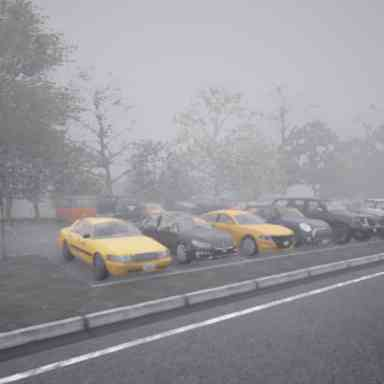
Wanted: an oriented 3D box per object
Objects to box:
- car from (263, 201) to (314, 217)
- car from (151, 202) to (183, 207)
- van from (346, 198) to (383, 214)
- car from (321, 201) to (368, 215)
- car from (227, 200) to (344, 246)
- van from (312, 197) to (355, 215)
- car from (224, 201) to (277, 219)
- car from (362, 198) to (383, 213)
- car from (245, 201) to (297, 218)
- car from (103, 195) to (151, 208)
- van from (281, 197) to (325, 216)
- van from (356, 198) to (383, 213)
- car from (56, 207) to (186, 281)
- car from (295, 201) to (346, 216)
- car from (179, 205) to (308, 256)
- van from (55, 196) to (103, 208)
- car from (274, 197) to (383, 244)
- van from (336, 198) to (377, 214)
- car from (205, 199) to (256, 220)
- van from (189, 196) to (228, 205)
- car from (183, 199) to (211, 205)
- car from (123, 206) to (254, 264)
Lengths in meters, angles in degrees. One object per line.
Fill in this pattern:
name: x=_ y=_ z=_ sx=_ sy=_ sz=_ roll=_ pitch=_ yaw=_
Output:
car: x=10.214 y=1.772 z=35.587 sx=2.231 sy=1.521 sz=4.892 roll=1 pitch=-1 yaw=-35
car: x=-3.218 y=1.534 z=25.800 sx=1.946 sy=1.575 sz=5.366 roll=1 pitch=0 yaw=-35
van: x=23.668 y=1.843 z=45.319 sx=1.878 sy=1.987 sz=4.442 roll=2 pitch=-1 yaw=-35
car: x=19.231 y=1.928 z=42.023 sx=2.097 sy=1.535 sz=5.008 roll=1 pitch=-1 yaw=-35
car: x=4.071 y=1.410 z=15.200 sx=2.185 sy=1.767 sz=4.553 roll=1 pitch=-1 yaw=-35
van: x=17.049 y=1.663 z=40.318 sx=1.878 sy=1.987 sz=4.442 roll=1 pitch=-1 yaw=-35
car: x=5.599 y=1.690 z=32.301 sx=2.097 sy=1.535 sz=5.008 roll=1 pitch=-1 yaw=-35
car: x=28.162 y=1.981 z=48.342 sx=2.435 sy=2.045 sz=5.566 roll=2 pitch=-1 yaw=-35
car: x=7.957 y=1.731 z=33.980 sx=2.097 sy=1.535 sz=5.008 roll=1 pitch=-1 yaw=-35
car: x=-5.594 y=1.252 z=24.369 sx=2.435 sy=2.045 sz=5.566 roll=1 pitch=0 yaw=-35
van: x=12.401 y=1.584 z=37.295 sx=1.878 sy=1.987 sz=4.442 roll=1 pitch=-1 yaw=-35
van: x=25.821 y=1.923 z=46.853 sx=1.878 sy=1.987 sz=4.442 roll=2 pitch=-1 yaw=-35
car: x=-2.579 y=1.461 z=10.197 sx=1.946 sy=1.575 sz=5.366 roll=1 pitch=0 yaw=-35
car: x=14.831 y=1.847 z=38.656 sx=1.946 sy=1.575 sz=5.366 roll=1 pitch=-1 yaw=-35
car: x=1.823 y=1.503 z=13.568 sx=2.097 sy=1.535 sz=5.008 roll=1 pitch=0 yaw=-35
van: x=-8.002 y=1.254 z=22.765 sx=1.878 sy=1.987 sz=4.442 roll=1 pitch=0 yaw=-35
car: x=6.365 y=1.321 z=16.760 sx=2.435 sy=2.045 sz=5.566 roll=1 pitch=-1 yaw=-35
van: x=21.439 y=1.755 z=43.446 sx=1.878 sy=1.987 sz=4.442 roll=2 pitch=-1 yaw=-35
car: x=3.461 y=1.527 z=30.746 sx=2.185 sy=1.767 sz=4.553 roll=1 pitch=-1 yaw=-35
van: x=1.120 y=1.388 z=29.261 sx=1.878 sy=1.987 sz=4.442 roll=1 pitch=-1 yaw=-35
car: x=-1.068 y=1.575 z=27.551 sx=2.231 sy=1.521 sz=4.892 roll=1 pitch=-1 yaw=-35
car: x=-0.434 y=1.481 z=11.959 sx=2.231 sy=1.521 sz=4.892 roll=1 pitch=0 yaw=-35
